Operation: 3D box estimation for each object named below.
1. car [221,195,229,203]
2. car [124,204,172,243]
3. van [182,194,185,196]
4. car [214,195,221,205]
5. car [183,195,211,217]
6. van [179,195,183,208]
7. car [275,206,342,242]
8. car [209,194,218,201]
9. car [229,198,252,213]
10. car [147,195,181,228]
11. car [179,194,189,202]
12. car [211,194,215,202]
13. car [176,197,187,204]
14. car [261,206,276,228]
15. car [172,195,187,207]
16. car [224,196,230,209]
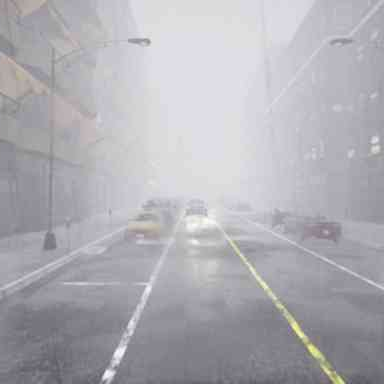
[{"bbox_3d":[5.825,1.537,49.571,1.967,1.590,4.097,1,0,0],"label":"car"},{"bbox_3d":[-2.151,1.533,16.300,1.752,1.417,4.829,2,0,0],"label":"car"},{"bbox_3d":[-2.089,1.386,38.592,1.690,1.788,3.998,2,0,0],"label":"van"},{"bbox_3d":[5.815,1.446,60.633,2.192,1.841,5.009,1,0,0],"label":"car"},{"bbox_3d":[0.435,1.389,31.897,2.097,1.767,4.553,0,0,0],"label":"car"},{"bbox_3d":[-2.102,1.373,33.060,1.690,1.788,3.998,2,0,0],"label":"van"},{"bbox_3d":[5.728,1.576,16.386,1.887,1.381,4.507,2,0,0],"label":"car"},{"bbox_3d":[5.900,1.592,93.822,2.192,1.841,5.009,1,0,0],"label":"car"},{"bbox_3d":[5.786,1.612,38.509,1.887,1.381,4.507,1,0,0],"label":"car"},{"bbox_3d":[-2.130,1.329,22.001,2.192,1.841,5.009,2,0,0],"label":"car"},{"bbox_3d":[-1.974,1.512,82.835,2.192,1.841,5.009,1,0,0],"label":"car"},{"bbox_3d":[5.840,1.612,71.696,1.967,1.590,4.097,1,0,0],"label":"car"},{"bbox_3d":[-2.023,1.693,66.244,1.947,1.339,4.313,2,0,0],"label":"car"},{"bbox_3d":[5.742,1.588,21.917,2.008,1.369,4.403,2,0,0],"label":"car"},{"bbox_3d":[-2.045,1.405,55.182,2.192,1.841,5.009,2,0,0],"label":"car"},{"bbox_3d":[5.800,1.626,44.039,1.887,1.381,4.507,1,0,0],"label":"car"}]
